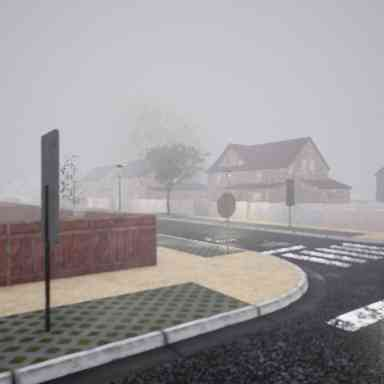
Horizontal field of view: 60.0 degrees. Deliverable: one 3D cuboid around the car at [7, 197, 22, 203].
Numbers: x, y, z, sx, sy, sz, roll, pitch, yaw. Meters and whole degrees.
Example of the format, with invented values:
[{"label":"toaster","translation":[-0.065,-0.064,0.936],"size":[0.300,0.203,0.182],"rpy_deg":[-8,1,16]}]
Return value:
[{"label":"car","translation":[-41.535,2.051,78.438],"size":[1.994,1.385,4.181],"rpy_deg":[0,0,-37]}]
